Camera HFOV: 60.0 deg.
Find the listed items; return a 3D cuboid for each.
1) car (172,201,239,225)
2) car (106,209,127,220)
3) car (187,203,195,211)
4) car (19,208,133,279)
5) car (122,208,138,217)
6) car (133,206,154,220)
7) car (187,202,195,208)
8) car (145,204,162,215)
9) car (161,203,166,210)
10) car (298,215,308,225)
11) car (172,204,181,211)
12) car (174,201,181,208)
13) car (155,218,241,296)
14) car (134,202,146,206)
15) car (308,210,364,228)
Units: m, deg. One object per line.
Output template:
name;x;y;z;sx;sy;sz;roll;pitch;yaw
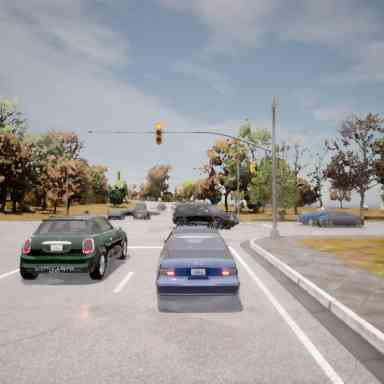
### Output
car;0.987;2.000;27.251;5.566;2.045;2.150;-2;-2;30
car;-10.731;3.216;47.662;2.033;1.411;5.357;0;-2;-3
car;-0.162;3.479;77.833;1.812;1.442;4.674;0;0;0
car;-3.438;1.488;10.572;2.097;1.767;4.553;0;-1;0
car;-10.703;3.514;57.539;1.895;1.301;4.718;0;-1;0
car;-7.190;3.165;47.856;2.128;1.511;4.902;0;-2;1
car;-0.278;3.319;88.016;1.994;1.385;4.181;0;0;-4
car;-7.187;3.494;62.062;1.812;1.442;4.674;0;-1;0
car;-7.161;3.463;77.283;1.837;1.490;4.892;0;0;0
car;13.179;2.531;33.186;5.008;1.535;1.882;0;-3;-1
car;-3.662;3.551;77.891;1.895;1.301;4.718;0;0;0
car;-3.777;3.263;87.923;1.837;1.490;4.892;0;0;-4
car;0.073;1.647;8.955;2.033;1.411;5.357;0;-1;-1
car;-10.644;3.216;68.311;2.150;2.045;5.566;0;0;0
car;13.012;2.455;29.691;4.181;1.385;1.994;0;-3;-2
